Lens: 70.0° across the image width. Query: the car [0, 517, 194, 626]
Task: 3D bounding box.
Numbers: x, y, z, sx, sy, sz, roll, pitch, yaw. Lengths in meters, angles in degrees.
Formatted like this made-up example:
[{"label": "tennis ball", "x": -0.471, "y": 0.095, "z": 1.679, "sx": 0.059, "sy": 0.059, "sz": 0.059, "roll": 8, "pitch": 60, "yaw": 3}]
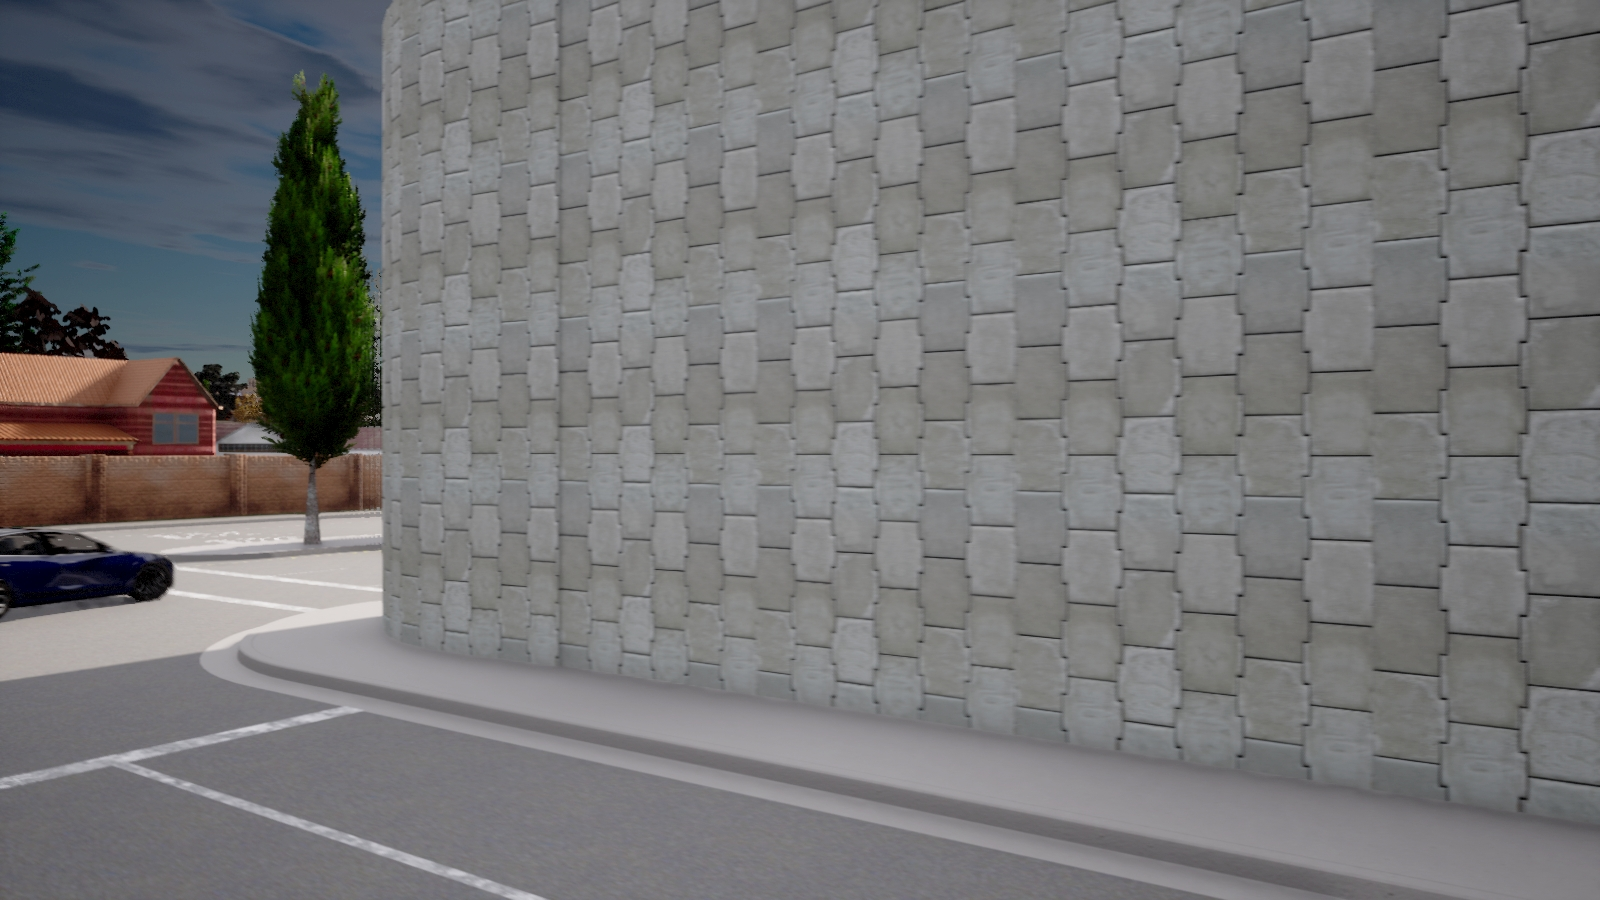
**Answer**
[{"label": "car", "x": -13.346, "y": 2.060, "z": 19.803, "sx": 2.163, "sy": 1.488, "sz": 4.792, "roll": 0, "pitch": 0, "yaw": 20}]
